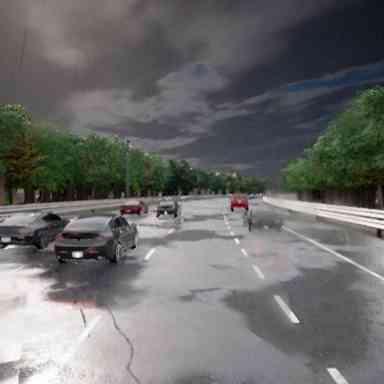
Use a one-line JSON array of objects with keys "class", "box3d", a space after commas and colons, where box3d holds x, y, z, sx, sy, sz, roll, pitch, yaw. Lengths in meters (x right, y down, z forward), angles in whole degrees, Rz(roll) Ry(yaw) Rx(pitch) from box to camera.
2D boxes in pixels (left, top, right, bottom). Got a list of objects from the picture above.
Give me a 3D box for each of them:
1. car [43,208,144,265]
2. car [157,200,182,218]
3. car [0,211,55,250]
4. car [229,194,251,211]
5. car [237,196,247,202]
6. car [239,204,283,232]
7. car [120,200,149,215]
[{"class": "car", "box3d": [-3.161, 1.522, 11.818, 1.837, 1.490, 4.892, 0, 0, 2]}, {"class": "car", "box3d": [-2.088, 1.562, 31.101, 1.837, 1.490, 4.892, 0, 0, 4]}, {"class": "car", "box3d": [-6.576, 1.544, 14.230, 1.812, 1.442, 4.674, 0, 0, 2]}, {"class": "car", "box3d": [6.014, 1.306, 42.546, 2.150, 2.045, 5.566, 0, 0, 6]}, {"class": "car", "box3d": [12.525, 1.679, 83.520, 2.163, 1.488, 4.792, 0, 0, 12]}, {"class": "car", "box3d": [4.171, 1.641, 20.336, 1.895, 1.301, 4.718, 0, 0, 3]}, {"class": "car", "box3d": [-5.505, 1.535, 32.285, 1.882, 1.535, 5.008, 0, 0, 5]}]
